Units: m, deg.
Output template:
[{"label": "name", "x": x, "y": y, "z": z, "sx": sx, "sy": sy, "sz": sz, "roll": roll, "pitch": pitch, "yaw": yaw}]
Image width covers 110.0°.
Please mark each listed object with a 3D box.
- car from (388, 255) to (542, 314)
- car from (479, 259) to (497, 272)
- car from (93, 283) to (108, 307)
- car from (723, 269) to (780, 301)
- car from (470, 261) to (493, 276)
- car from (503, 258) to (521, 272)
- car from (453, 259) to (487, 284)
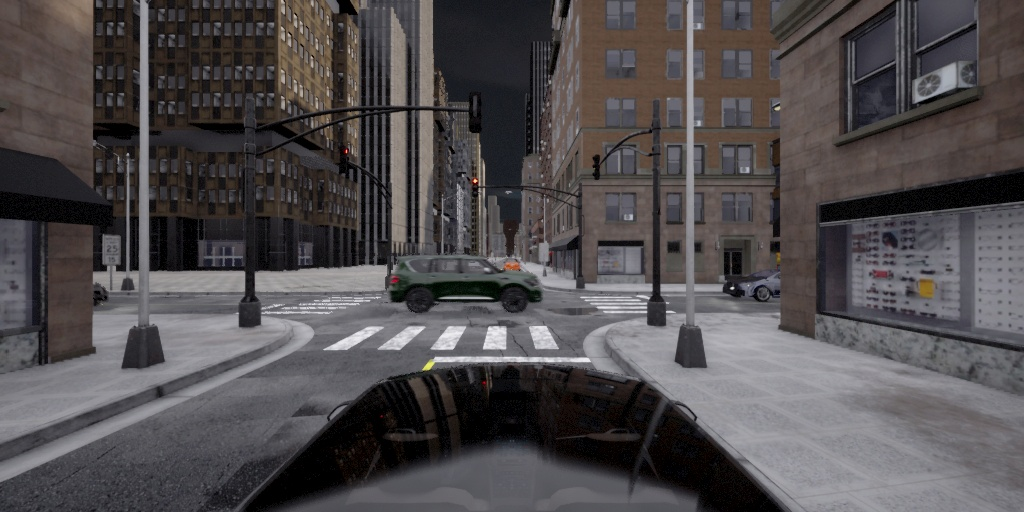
[{"label": "car", "x": -1.690, "y": 0.974, "z": 13.359, "sx": 5.566, "sy": 2.045, "sz": 2.150, "roll": 0, "pitch": 0, "yaw": -1}, {"label": "car", "x": -3.190, "y": 1.242, "z": 48.481, "sx": 2.128, "sy": 1.511, "sz": 4.902, "roll": 0, "pitch": 0, "yaw": 0}, {"label": "car", "x": -17.960, "y": 1.261, "z": 13.210, "sx": 4.892, "sy": 1.490, "sz": 1.837, "roll": 0, "pitch": 0, "yaw": -1}, {"label": "car", "x": 12.219, "y": 1.313, "z": 16.675, "sx": 4.181, "sy": 1.385, "sz": 1.994, "roll": 0, "pitch": 0, "yaw": -1}, {"label": "car", "x": -3.176, "y": 1.298, "z": 38.063, "sx": 2.033, "sy": 1.411, "sz": 5.357, "roll": 0, "pitch": 0, "yaw": 0}, {"label": "car", "x": 0.006, "y": 1.103, "z": 46.033, "sx": 2.097, "sy": 1.767, "sz": 4.553, "roll": 0, "pitch": 0, "yaw": 0}, {"label": "car", "x": -3.159, "y": 1.103, "z": 27.804, "sx": 2.097, "sy": 1.767, "sz": 4.553, "roll": 0, "pitch": 0, "yaw": 0}]
